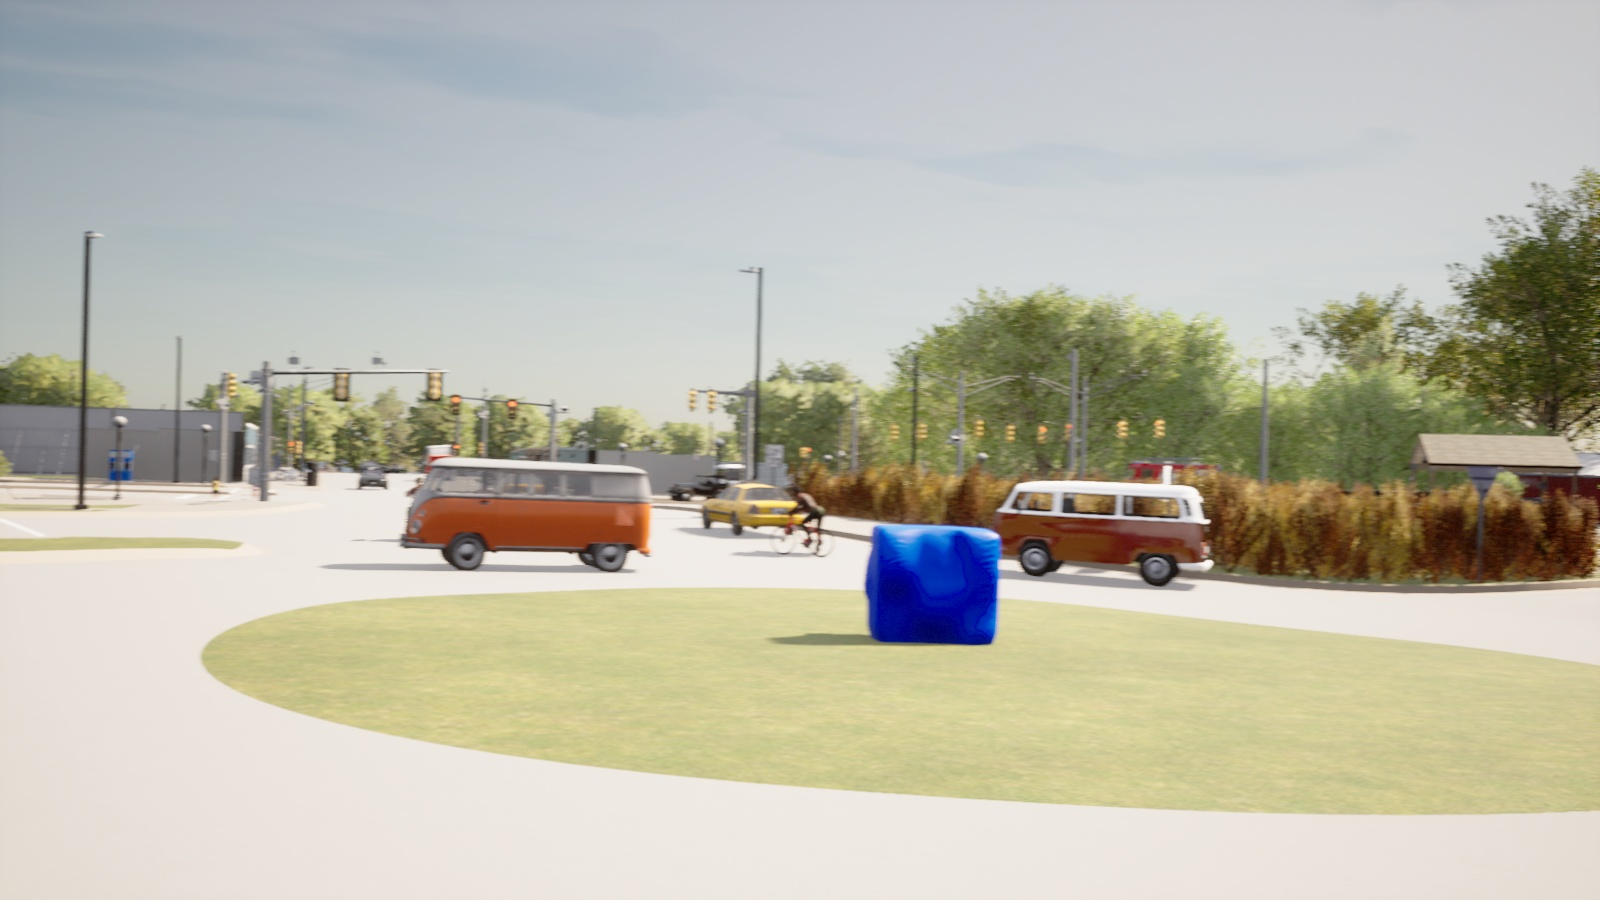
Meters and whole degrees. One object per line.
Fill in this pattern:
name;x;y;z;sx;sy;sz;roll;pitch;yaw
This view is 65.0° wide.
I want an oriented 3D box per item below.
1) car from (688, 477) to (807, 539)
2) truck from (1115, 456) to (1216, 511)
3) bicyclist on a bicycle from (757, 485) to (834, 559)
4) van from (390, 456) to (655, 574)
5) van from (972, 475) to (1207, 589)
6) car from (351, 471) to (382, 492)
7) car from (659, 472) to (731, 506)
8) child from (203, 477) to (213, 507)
car;-1.631;1.639;36.871;1.801;1.575;5.366;1;0;-21
truck;26.359;2.359;91.113;2.891;3.827;8.468;1;0;-16
bicyclist on a bicycle;-0.105;1.668;29.286;1.656;1.620;0.582;1;0;25
van;-5.095;1.207;23.048;4.442;1.987;1.775;3;-2;-22
van;6.093;1.650;26.400;4.480;2.038;2.069;2;-1;21
car;-30.129;2.194;87.270;1.994;1.385;4.181;1;-1;-20
car;-6.449;2.362;76.964;3.866;1.878;1.905;3;-1;-26
child;-22.686;1.614;48.137;0.255;1.110;0.394;1;0;-12
